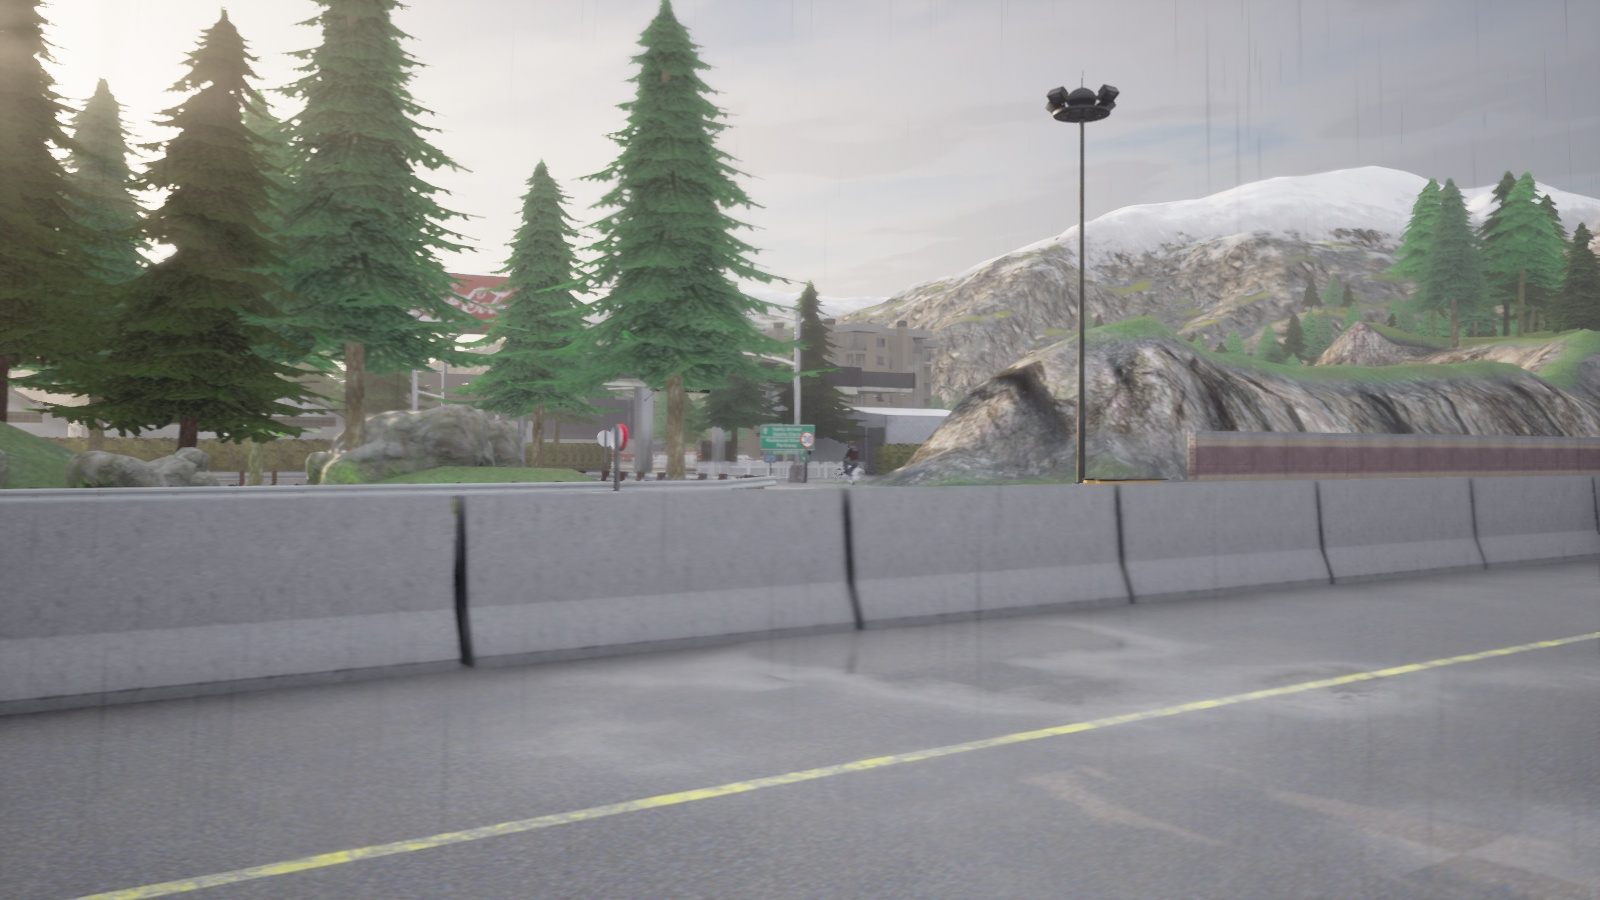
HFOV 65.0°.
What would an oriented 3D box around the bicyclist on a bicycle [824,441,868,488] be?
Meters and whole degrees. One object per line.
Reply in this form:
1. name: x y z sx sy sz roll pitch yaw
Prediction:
1. bicyclist on a bicycle: 1.753 0.533 48.007 0.659 1.776 1.843 0 0 -36
